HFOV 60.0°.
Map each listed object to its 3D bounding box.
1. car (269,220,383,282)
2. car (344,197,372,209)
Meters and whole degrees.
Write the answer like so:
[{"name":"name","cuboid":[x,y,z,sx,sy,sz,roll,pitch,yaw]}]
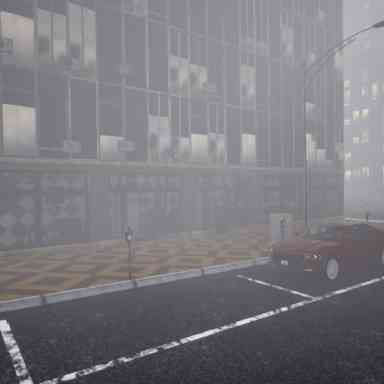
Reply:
[{"name":"car","cuboid":[4.164,1.542,9.725,4.507,1.381,1.887,0,-1,-36]},{"name":"car","cuboid":[18.697,1.275,39.608,1.752,1.417,4.829,-1,1,-35]}]
